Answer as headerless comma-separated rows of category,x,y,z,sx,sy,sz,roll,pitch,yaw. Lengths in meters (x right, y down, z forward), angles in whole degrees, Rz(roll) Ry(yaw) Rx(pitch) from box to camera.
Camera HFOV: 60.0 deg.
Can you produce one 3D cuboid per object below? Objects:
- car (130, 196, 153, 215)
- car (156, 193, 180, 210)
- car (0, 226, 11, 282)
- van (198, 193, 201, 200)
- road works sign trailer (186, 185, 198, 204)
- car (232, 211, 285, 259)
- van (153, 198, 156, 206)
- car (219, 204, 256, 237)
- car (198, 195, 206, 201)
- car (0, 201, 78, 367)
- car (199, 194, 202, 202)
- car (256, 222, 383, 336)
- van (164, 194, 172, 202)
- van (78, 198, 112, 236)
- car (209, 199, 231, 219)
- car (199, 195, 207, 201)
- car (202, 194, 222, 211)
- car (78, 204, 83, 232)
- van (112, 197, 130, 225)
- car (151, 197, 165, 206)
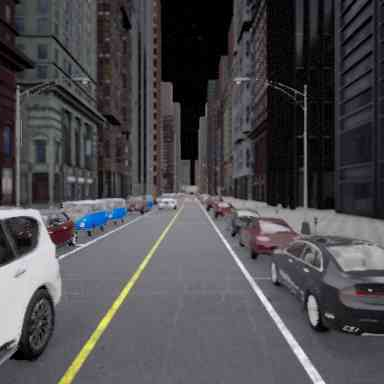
car,-5.765,1.324,34.808,2.192,1.841,5.009,0,0,0
car,-3.092,1.236,43.282,2.150,2.045,5.566,0,0,0
car,-5.763,1.566,6.625,1.947,1.339,4.313,0,0,0
van,2.758,1.383,68.640,1.690,1.788,3.998,0,0,0
road works sign trailer,-0.001,0.502,64.957,2.380,3.560,2.880,0,0,0
car,2.761,1.583,12.278,1.802,1.307,4.206,0,0,0
van,-5.765,1.354,40.444,1.690,1.788,3.998,0,0,0
car,2.761,1.553,17.915,2.008,1.369,4.403,0,0,0
car,2.758,1.622,91.186,2.008,1.369,4.403,0,0,0
car,-3.100,1.221,2.990,2.150,2.045,5.566,0,0,0
car,2.759,1.561,63.174,1.752,1.417,4.829,0,0,0
car,2.762,1.551,6.642,2.008,1.369,4.403,0,0,0
van,-5.767,1.397,79.901,1.690,1.788,3.998,0,0,0
van,-5.764,1.343,17.899,1.690,1.788,3.998,0,0,0
car,2.761,1.551,29.187,1.887,1.381,4.507,0,0,0
car,2.758,1.590,85.719,1.752,1.417,4.829,0,0,0
car,2.760,1.328,40.459,2.192,1.841,5.009,0,0,0
car,-5.764,1.440,12.262,1.967,1.590,4.097,0,0,0
van,-5.765,1.345,23.535,1.690,1.788,3.998,0,0,0
car,-5.766,1.573,57.354,1.887,1.381,4.507,0,0,0
